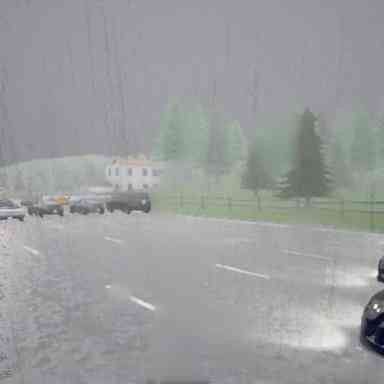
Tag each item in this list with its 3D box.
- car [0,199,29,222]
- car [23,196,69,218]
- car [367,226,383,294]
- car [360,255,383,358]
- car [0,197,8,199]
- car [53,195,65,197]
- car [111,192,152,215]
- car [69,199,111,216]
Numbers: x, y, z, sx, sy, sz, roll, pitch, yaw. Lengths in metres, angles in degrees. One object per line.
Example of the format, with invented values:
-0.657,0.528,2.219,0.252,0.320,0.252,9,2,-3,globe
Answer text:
-13.615,1.436,24.034,1.895,1.301,4.718,0,0,-41,car
-12.228,1.341,27.758,1.812,1.442,4.674,0,0,-41,car
6.089,1.534,6.590,1.994,1.385,4.181,0,0,-41,car
4.140,1.549,3.495,1.994,1.385,4.181,0,0,-41,car
-23.292,1.285,40.576,1.994,1.385,4.181,0,0,-41,car
-18.597,1.175,45.850,1.882,1.535,5.008,0,0,-41,car
-5.985,1.025,31.258,2.150,2.045,5.566,0,0,-41,car
-9.479,1.332,29.930,1.812,1.442,4.674,0,0,-41,car
